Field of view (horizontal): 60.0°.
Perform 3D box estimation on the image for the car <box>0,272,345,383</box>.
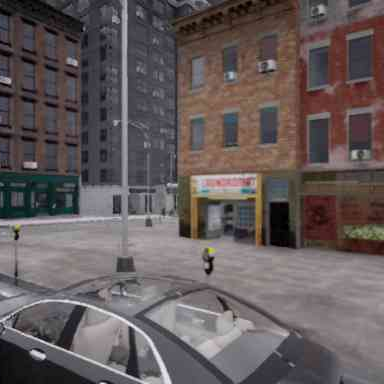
[{"bbox_3d":[-0.799,1.539,3.387,4.403,1.369,2.008,0,0,36],"label":"car"}]
